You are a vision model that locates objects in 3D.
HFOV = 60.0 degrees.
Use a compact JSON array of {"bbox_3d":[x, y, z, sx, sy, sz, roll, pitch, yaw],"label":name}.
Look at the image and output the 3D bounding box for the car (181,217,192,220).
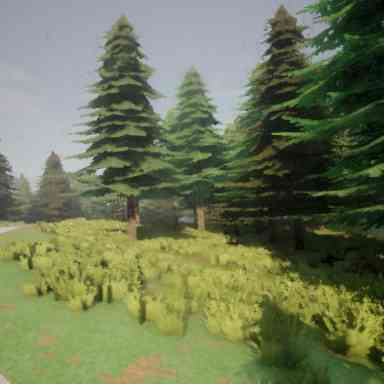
[{"bbox_3d":[-1.014,4.562,52.063,4.674,1.442,1.812,5,-7,-34],"label":"car"}]
